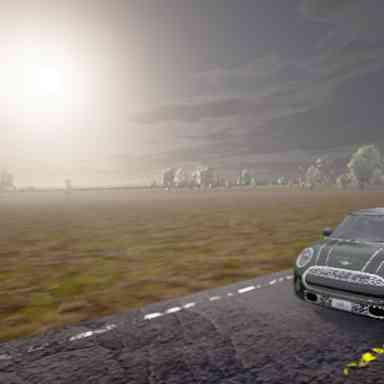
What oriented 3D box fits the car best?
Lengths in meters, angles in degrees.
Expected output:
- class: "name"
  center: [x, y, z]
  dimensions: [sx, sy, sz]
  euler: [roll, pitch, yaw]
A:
- class: "car"
  center: [3.980, 1.162, 6.955]
  dimensions: [2.097, 1.767, 4.553]
  euler: [0, 1, 45]
